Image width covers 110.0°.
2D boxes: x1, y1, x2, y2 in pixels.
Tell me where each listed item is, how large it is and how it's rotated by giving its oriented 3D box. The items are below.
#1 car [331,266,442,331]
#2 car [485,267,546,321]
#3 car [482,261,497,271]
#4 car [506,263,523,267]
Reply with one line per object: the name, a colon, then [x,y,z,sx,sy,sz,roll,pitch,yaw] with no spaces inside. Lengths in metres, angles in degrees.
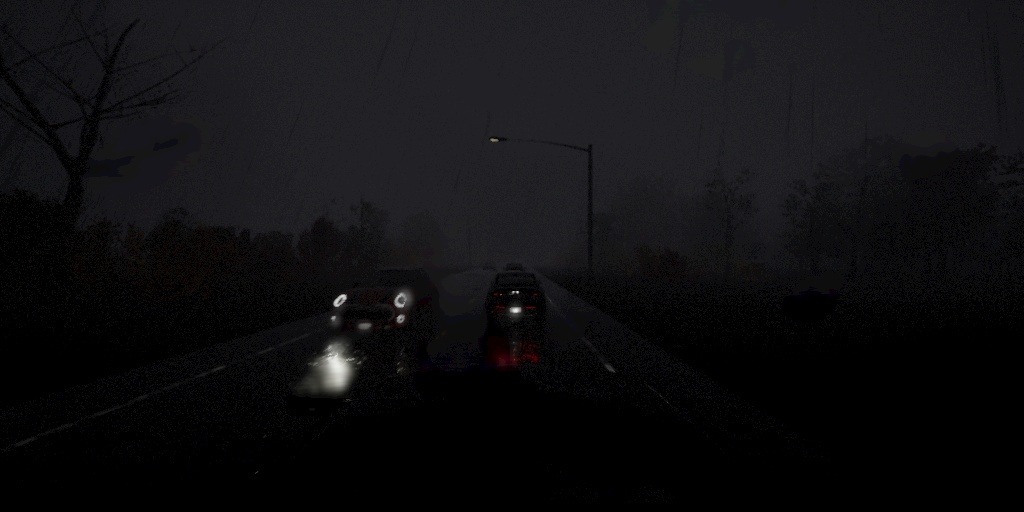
car: [-3.582,1.134,11.002,2.097,1.767,4.553,0,0,0]
car: [0.120,1.293,12.606,1.837,1.490,4.892,0,0,0]
car: [-3.273,1.481,53.109,2.033,1.411,5.357,0,0,1]
car: [0.202,1.359,30.905,1.837,1.490,4.892,0,0,0]
